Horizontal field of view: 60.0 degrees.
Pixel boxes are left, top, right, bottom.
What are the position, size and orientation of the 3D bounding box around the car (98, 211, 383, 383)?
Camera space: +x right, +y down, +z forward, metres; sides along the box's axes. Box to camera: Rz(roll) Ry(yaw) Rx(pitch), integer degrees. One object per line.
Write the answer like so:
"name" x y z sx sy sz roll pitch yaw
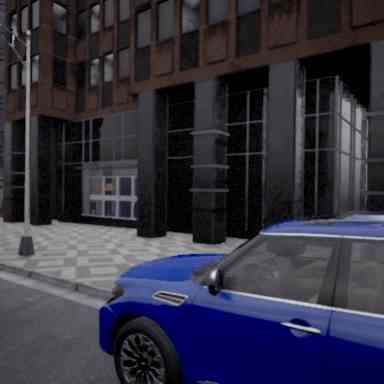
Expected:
"car" 1.504 1.225 3.288 5.566 2.045 2.150 0 0 36
